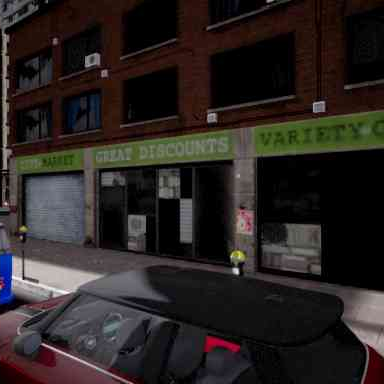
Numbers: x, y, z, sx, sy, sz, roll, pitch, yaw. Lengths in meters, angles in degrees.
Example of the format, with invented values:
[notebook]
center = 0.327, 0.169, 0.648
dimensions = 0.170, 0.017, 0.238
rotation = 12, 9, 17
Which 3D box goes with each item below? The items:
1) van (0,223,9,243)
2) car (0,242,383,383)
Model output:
[van]
center = -5.087, 1.343, 6.361
dimensions = 3.998, 1.788, 1.690
rotation = 0, 0, 36
[car]
center = -0.457, 1.440, 3.053
dimensions = 4.097, 1.590, 1.967
rotation = 0, 0, 36
